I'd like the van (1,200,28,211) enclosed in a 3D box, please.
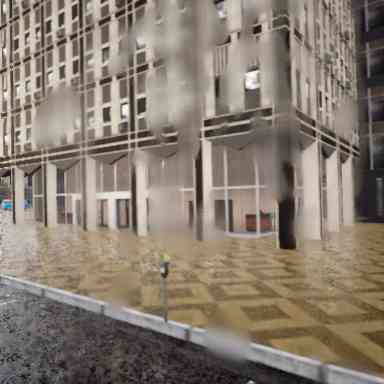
[{"bbox_3d":[-30.332,2.246,56.998,1.690,1.788,3.998,-3,-2,35],"label":"van"}]
